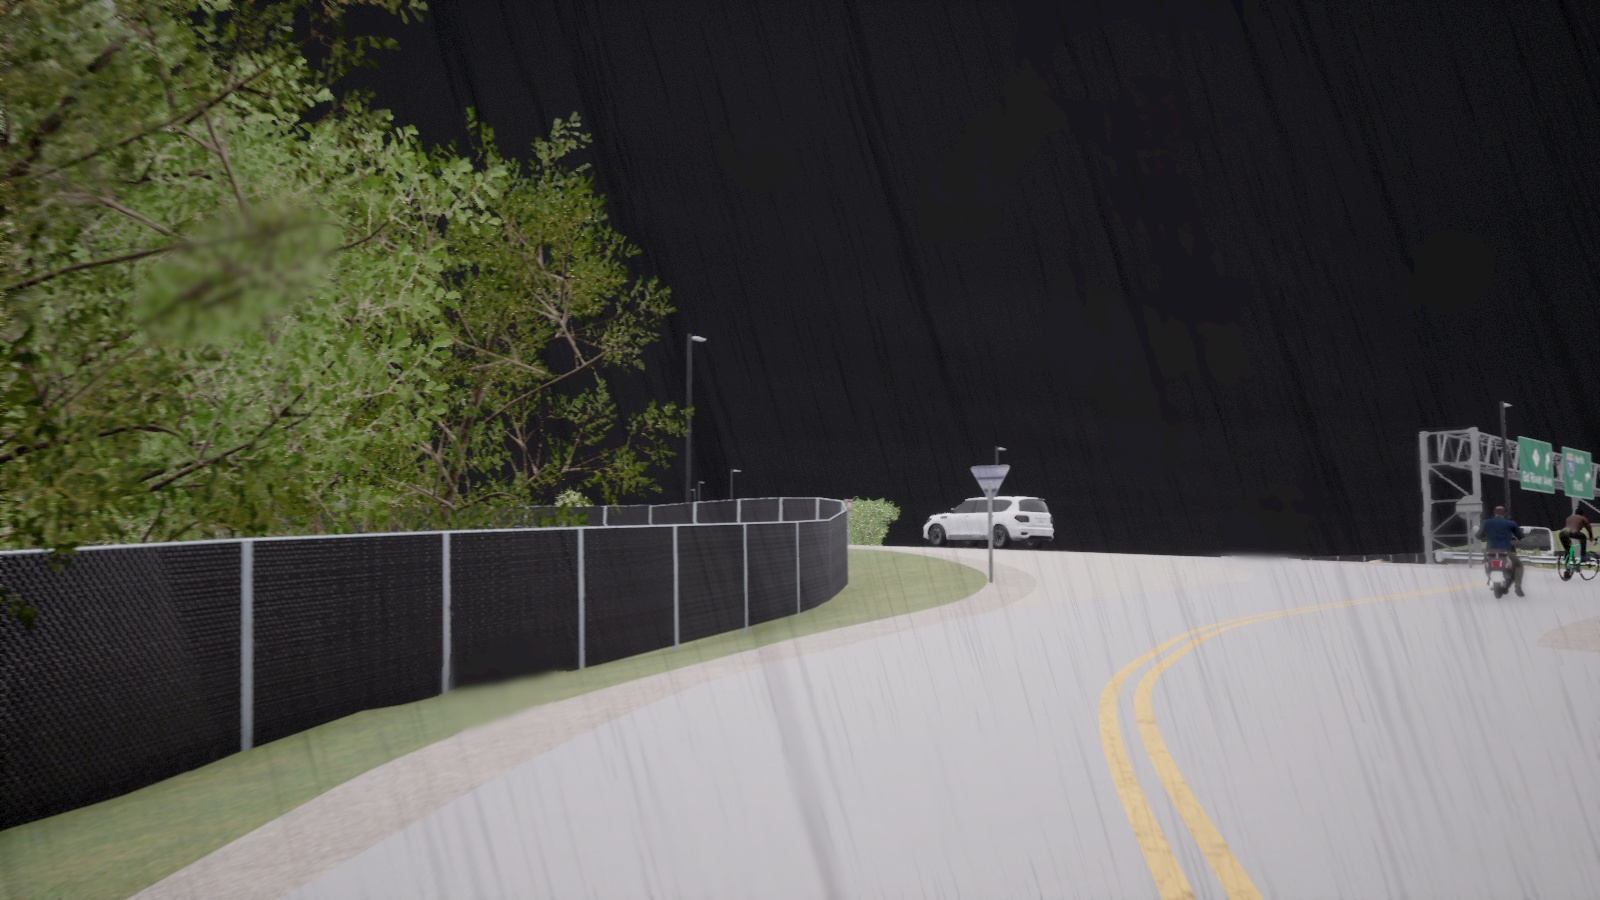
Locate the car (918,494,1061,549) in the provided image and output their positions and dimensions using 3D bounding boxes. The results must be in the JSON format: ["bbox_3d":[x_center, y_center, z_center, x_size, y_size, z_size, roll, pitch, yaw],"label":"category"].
[{"bbox_3d":[7.402,2.826,49.510,2.150,2.045,5.566,5,-5,-39],"label":"car"}]

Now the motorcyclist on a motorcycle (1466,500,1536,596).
[{"bbox_3d":[12.264,1.683,21.958,0.866,1.590,1.817,-3,-4,34],"label":"motorcyclist on a motorcycle"}]

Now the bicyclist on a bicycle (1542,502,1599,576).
[{"bbox_3d":[17.377,1.985,28.088,1.656,1.620,0.582,3,-4,-31],"label":"bicyclist on a bicycle"}]
